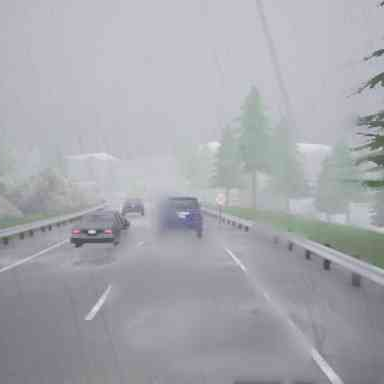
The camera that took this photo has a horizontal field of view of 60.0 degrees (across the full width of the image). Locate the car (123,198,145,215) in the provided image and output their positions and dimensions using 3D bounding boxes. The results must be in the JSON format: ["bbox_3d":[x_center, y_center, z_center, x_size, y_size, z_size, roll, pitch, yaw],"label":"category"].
[{"bbox_3d":[-5.933,1.362,33.966,2.097,1.767,4.553,0,0,-8],"label":"car"}]

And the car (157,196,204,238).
[{"bbox_3d":[-0.658,1.223,17.961,2.150,2.045,5.566,0,0,-4],"label":"car"}]

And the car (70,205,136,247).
[{"bbox_3d":[-3.954,1.554,15.108,2.033,1.411,5.357,0,0,-4],"label":"car"}]

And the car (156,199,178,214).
[{"bbox_3d":[-2.865,1.552,37.399,2.033,1.411,5.357,0,0,-9],"label":"car"}]
